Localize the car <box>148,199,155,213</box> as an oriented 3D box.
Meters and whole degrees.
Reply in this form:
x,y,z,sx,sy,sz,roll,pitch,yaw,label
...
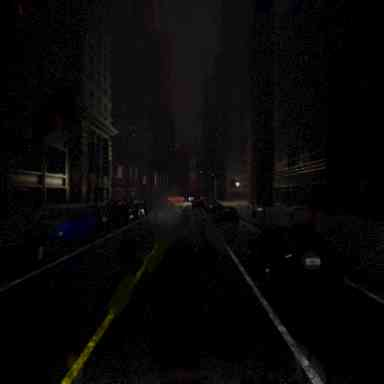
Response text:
x,y,z,sx,sy,sz,roll,pitch,yaw,label
-5.760,1.844,37.828,1.947,1.339,4.313,0,0,0,car

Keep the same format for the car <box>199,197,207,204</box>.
x,y,z,sx,sy,sz,roll,pitch,yaw,label
2.770,2.082,82.921,1.967,1.590,4.097,0,0,0,car

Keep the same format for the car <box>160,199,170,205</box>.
x,y,z,sx,sy,sz,roll,pitch,yaw,label
-5.756,2.112,71.647,1.947,1.339,4.313,0,0,0,car

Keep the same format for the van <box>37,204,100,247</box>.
x,y,z,sx,sy,sz,roll,pitch,yaw,label
-5.764,1.452,15.284,1.690,1.788,3.998,0,0,0,van

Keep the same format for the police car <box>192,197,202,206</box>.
x,y,z,sx,sy,sz,roll,pitch,yaw,label
0.877,1.929,66.470,1.930,1.638,5.238,0,0,0,police car

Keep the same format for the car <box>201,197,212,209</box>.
x,y,z,sx,sy,sz,roll,pitch,yaw,label
2.766,1.805,49.106,1.967,1.590,4.097,0,0,0,car

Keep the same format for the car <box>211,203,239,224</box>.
x,y,z,sx,sy,sz,roll,pitch,yaw,label
2.763,1.777,26.560,1.802,1.307,4.206,0,0,0,car

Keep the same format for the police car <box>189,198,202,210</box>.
x,y,z,sx,sy,sz,roll,pitch,yaw,label
0.907,1.800,50.470,1.930,1.638,5.238,0,0,0,police car

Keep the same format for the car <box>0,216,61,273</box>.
x,y,z,sx,sy,sz,roll,pitch,yaw,label
-5.764,1.621,9.646,2.008,1.369,4.403,0,0,0,car

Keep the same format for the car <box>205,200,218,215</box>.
x,y,z,sx,sy,sz,roll,pitch,yaw,label
2.765,1.860,37.833,1.802,1.307,4.206,0,0,0,car

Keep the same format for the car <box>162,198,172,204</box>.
x,y,z,sx,sy,sz,roll,pitch,yaw,label
-5.755,2.160,77.283,1.947,1.339,4.313,0,0,0,car

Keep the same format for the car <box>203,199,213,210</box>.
x,y,z,sx,sy,sz,roll,pitch,yaw,label
2.766,1.903,43.469,1.802,1.307,4.206,0,0,0,car

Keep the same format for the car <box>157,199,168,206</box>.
x,y,z,sx,sy,sz,roll,pitch,yaw,label
-5.756,2.082,66.011,1.802,1.307,4.206,0,0,0,car

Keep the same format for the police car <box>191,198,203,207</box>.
x,y,z,sx,sy,sz,roll,pitch,yaw,label
0.877,1.880,60.470,1.930,1.638,5.238,0,0,0,police car

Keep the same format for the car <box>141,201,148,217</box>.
x,y,z,sx,sy,sz,roll,pitch,yaw,label
-5.761,1.802,32.192,1.947,1.339,4.313,0,0,0,car

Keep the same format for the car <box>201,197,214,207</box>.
x,y,z,sx,sy,sz,roll,pitch,yaw,label
2.766,1.769,60.378,2.192,1.841,5.009,0,0,0,car

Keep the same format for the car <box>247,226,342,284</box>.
x,y,z,sx,sy,sz,roll,pitch,yaw,label
2.761,1.636,9.652,1.947,1.339,4.313,0,0,0,car

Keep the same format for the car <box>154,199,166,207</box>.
x,y,z,sx,sy,sz,roll,pitch,yaw,label
-5.757,1.978,60.205,1.752,1.417,4.829,0,0,0,car

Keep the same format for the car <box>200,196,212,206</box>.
x,y,z,sx,sy,sz,roll,pitch,yaw,label
2.767,1.815,66.014,2.192,1.841,5.009,0,0,0,car

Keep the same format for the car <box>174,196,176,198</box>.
x,y,z,sx,sy,sz,roll,pitch,yaw,label
-5.755,2.192,82.920,2.008,1.369,4.403,0,0,0,car

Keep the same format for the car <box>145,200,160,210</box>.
x,y,z,sx,sy,sz,roll,pitch,yaw,label
-5.759,1.946,49.102,1.802,1.307,4.206,0,0,0,car

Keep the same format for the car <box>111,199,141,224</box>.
x,y,z,sx,sy,sz,roll,pitch,yaw,label
-5.763,1.510,26.558,2.192,1.841,5.009,0,0,0,car

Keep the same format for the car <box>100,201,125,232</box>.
x,y,z,sx,sy,sz,roll,pitch,yaw,label
-5.763,1.593,20.920,1.967,1.590,4.097,0,0,0,car

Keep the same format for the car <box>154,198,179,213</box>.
x,y,z,sx,sy,sz,roll,pitch,yaw,label
-3.085,1.795,41.065,2.128,1.511,4.902,0,-1,0,car

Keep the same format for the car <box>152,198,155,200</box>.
x,y,z,sx,sy,sz,roll,pitch,yaw,label
-5.760,1.872,43.465,2.008,1.369,4.403,0,0,0,car
